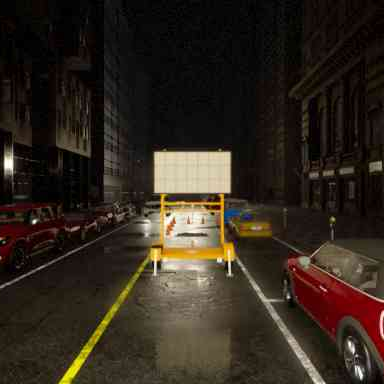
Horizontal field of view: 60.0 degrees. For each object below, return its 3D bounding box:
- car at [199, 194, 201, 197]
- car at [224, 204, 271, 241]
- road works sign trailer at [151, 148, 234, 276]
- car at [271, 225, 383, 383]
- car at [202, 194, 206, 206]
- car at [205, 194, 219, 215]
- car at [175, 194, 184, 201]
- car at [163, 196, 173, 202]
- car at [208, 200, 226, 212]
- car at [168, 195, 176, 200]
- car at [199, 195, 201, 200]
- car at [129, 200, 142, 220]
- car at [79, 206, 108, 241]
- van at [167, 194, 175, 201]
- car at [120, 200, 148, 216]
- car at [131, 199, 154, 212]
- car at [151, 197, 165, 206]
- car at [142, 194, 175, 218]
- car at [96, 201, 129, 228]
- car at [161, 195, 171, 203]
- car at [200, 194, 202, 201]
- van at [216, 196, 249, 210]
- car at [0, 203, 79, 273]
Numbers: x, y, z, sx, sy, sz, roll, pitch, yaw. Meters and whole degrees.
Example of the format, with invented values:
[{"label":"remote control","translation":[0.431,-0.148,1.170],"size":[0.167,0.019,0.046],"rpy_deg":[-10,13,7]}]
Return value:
[{"label":"car","translation":[2.873,1.464,66.875],"size":[1.967,1.590,4.097],"rpy_deg":[0,0,0]},{"label":"car","translation":[2.786,1.525,16.631],"size":[1.752,1.417,4.829],"rpy_deg":[0,0,0]},{"label":"road works sign trailer","translation":[0.015,0.464,10.305],"size":[2.380,3.560,2.880],"rpy_deg":[0,0,0]},{"label":"car","translation":[2.766,1.440,5.256],"size":[1.967,1.590,4.097],"rpy_deg":[0,0,0]},{"label":"car","translation":[2.833,1.324,44.469],"size":[2.192,1.841,5.009],"rpy_deg":[0,0,0]},{"label":"car","translation":[2.814,1.318,33.265],"size":[2.192,1.841,5.009],"rpy_deg":[0,0,0]},{"label":"car","translation":[-2.862,1.598,81.380],"size":[1.994,1.385,4.181],"rpy_deg":[0,0,0]},{"label":"car","translation":[-5.633,1.576,78.084],"size":[1.887,1.381,4.507],"rpy_deg":[0,0,0]},{"label":"car","translation":[2.825,1.588,38.867],"size":[1.802,1.307,4.206],"rpy_deg":[0,0,0]},{"label":"car","translation":[-5.604,1.588,94.891],"size":[1.887,1.381,4.507],"rpy_deg":[0,0,0]},{"label":"car","translation":[2.863,1.586,61.274],"size":[1.947,1.339,4.313],"rpy_deg":[0,0,0]},{"label":"car","translation":[-5.720,1.552,27.665],"size":[2.008,1.369,4.403],"rpy_deg":[0,0,0]},{"label":"car","translation":[-5.739,1.581,16.461],"size":[1.802,1.307,4.206],"rpy_deg":[0,0,0]},{"label":"van","translation":[-5.614,1.380,89.289],"size":[1.690,1.788,3.998],"rpy_deg":[0,0,0]},{"label":"car","translation":[-5.710,1.569,33.267],"size":[1.947,1.339,4.313],"rpy_deg":[0,0,0]},{"label":"car","translation":[-5.700,1.571,38.869],"size":[1.947,1.339,4.313],"rpy_deg":[0,0,0]},{"label":"car","translation":[-5.672,1.560,55.676],"size":[1.887,1.381,4.507],"rpy_deg":[0,0,0]},{"label":"car","translation":[-3.051,1.224,30.482],"size":[2.150,2.045,5.566],"rpy_deg":[0,0,0]},{"label":"car","translation":[-5.730,1.440,22.063],"size":[1.967,1.590,4.097],"rpy_deg":[0,0,0]},{"label":"car","translation":[-5.643,1.467,72.482],"size":[1.967,1.590,4.097],"rpy_deg":[0,0,0]},{"label":"car","translation":[2.853,1.456,55.672],"size":[1.967,1.590,4.097],"rpy_deg":[0,0,0]},{"label":"van","translation":[2.795,1.341,22.062],"size":[1.690,1.788,3.998],"rpy_deg":[0,0,0]},{"label":"car","translation":[-5.749,1.314,10.859],"size":[2.192,1.841,5.009],"rpy_deg":[0,0,0]}]
